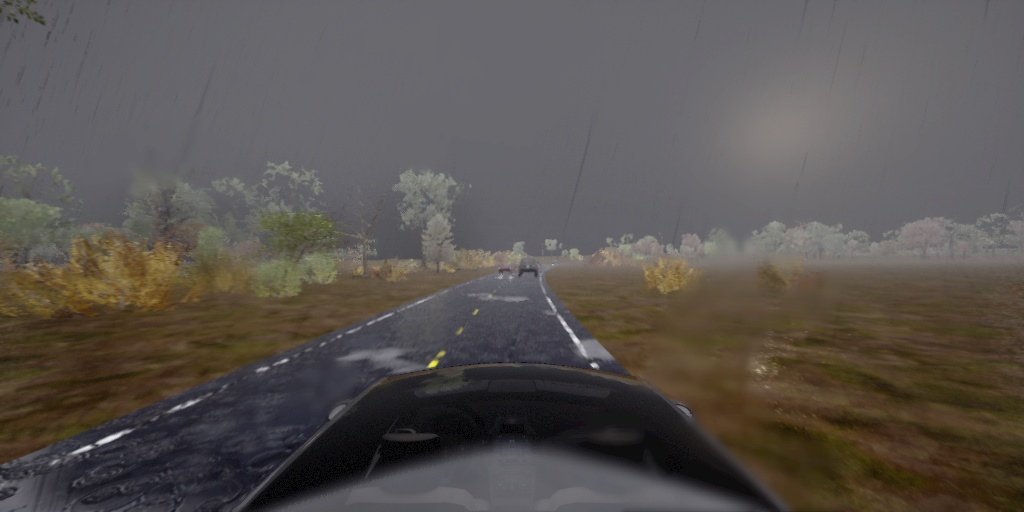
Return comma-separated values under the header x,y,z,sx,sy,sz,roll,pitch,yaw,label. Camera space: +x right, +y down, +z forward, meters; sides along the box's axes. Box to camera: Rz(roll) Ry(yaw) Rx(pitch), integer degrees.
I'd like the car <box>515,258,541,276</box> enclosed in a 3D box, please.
x,y,z,sx,sy,sz,roll,pitch,yaw,label
1.976,1.253,41.953,2.150,2.045,5.566,0,0,5,car

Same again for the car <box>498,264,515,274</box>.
x,y,z,sx,sy,sz,roll,pitch,yaw,label
-0.675,1.690,47.316,1.895,1.301,4.718,0,0,6,car
